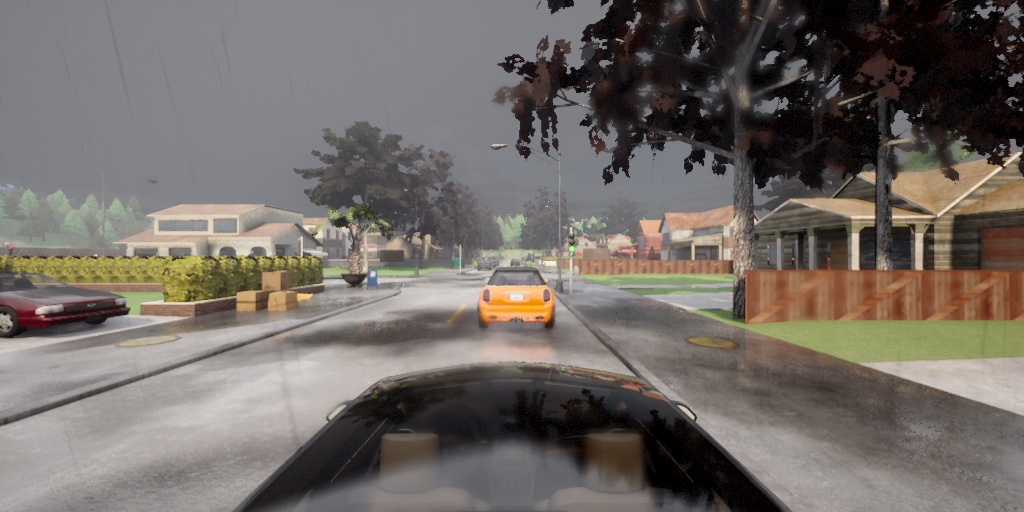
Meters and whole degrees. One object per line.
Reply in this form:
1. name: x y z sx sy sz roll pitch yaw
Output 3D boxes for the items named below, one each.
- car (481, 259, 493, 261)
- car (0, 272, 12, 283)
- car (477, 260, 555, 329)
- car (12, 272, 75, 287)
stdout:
1. car: -3.718 1.312 49.881 1.837 1.490 4.892 0 0 0
2. car: -44.671 1.347 30.824 4.181 1.385 1.994 0 0 1
3. car: 0.148 1.113 11.486 2.097 1.767 4.553 0 0 1
4. car: -33.348 1.342 26.535 4.181 1.385 1.994 0 0 1
